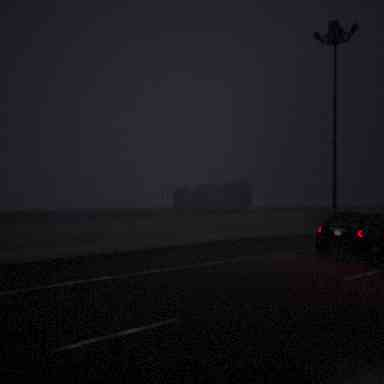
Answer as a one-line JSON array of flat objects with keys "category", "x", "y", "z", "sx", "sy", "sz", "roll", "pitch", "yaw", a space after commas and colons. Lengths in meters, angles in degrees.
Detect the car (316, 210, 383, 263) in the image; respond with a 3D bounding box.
[{"category": "car", "x": 6.906, "y": 1.480, "z": 12.723, "sx": 4.553, "sy": 1.767, "sz": 2.097, "roll": 1, "pitch": 0, "yaw": -31}]
